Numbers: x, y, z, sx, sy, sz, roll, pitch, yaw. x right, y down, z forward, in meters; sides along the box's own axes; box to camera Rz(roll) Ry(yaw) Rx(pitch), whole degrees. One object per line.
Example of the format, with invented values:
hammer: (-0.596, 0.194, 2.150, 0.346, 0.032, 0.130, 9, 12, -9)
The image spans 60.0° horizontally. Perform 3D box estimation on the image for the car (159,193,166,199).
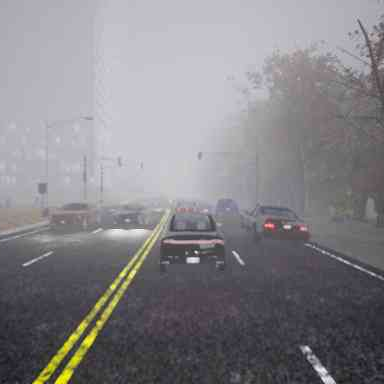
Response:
car: (-7.429, 0.921, 84.380, 2.033, 1.411, 5.357, 0, 0, -5)

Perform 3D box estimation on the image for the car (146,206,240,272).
car: (-0.020, 1.411, 10.445, 2.128, 1.511, 4.902, 0, 0, -1)

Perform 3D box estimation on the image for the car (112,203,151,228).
car: (-3.676, 1.404, 20.780, 1.994, 1.385, 4.181, 0, 0, -1)

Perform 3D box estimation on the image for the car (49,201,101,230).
car: (-6.912, 1.322, 20.159, 1.882, 1.535, 5.008, 0, 0, -1)

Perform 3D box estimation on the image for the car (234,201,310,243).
car: (3.287, 1.223, 14.160, 2.033, 1.411, 5.357, 6, 1, -1)

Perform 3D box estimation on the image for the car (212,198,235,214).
car: (2.764, 1.228, 28.241, 1.882, 1.535, 5.008, -3, -1, -1)

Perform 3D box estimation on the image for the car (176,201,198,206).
car: (-0.448, 1.387, 27.725, 1.895, 1.301, 4.718, 0, 0, -2)
